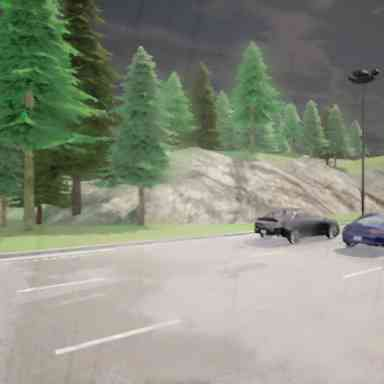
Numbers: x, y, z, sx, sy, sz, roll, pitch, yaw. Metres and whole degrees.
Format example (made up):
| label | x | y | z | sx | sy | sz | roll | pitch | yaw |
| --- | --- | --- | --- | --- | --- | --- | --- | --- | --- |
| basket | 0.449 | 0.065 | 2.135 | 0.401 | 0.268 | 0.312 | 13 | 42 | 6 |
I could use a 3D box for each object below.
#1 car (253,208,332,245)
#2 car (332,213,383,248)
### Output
| label | x | y | z | sx | sy | sz | roll | pitch | yaw |
| --- | --- | --- | --- | --- | --- | --- | --- | --- | --- |
| car | 5.143 | 1.553 | 16.055 | 4.902 | 1.511 | 2.128 | 0 | 0 | -35 |
| car | 8.115 | 1.593 | 13.870 | 4.674 | 1.442 | 1.812 | 0 | 0 | -35 |
